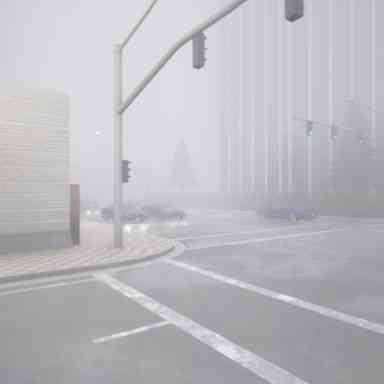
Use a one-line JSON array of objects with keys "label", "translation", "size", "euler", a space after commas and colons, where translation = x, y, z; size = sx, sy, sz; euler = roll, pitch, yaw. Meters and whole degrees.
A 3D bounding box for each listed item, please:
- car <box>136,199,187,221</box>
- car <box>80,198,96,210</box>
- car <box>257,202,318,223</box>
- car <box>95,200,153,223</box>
[{"label": "car", "translation": [-2.595, 1.583, 27.993], "size": [2.033, 1.411, 5.357], "euler": [0, 0, -36]}, {"label": "car", "translation": [-13.997, 1.533, 44.074], "size": [2.128, 1.511, 4.902], "euler": [0, 0, -36]}, {"label": "car", "translation": [7.392, 1.511, 26.238], "size": [1.882, 1.535, 5.008], "euler": [0, 0, -36]}, {"label": "car", "translation": [-5.433, 1.588, 25.945], "size": [2.033, 1.411, 5.357], "euler": [0, 0, -36]}]
